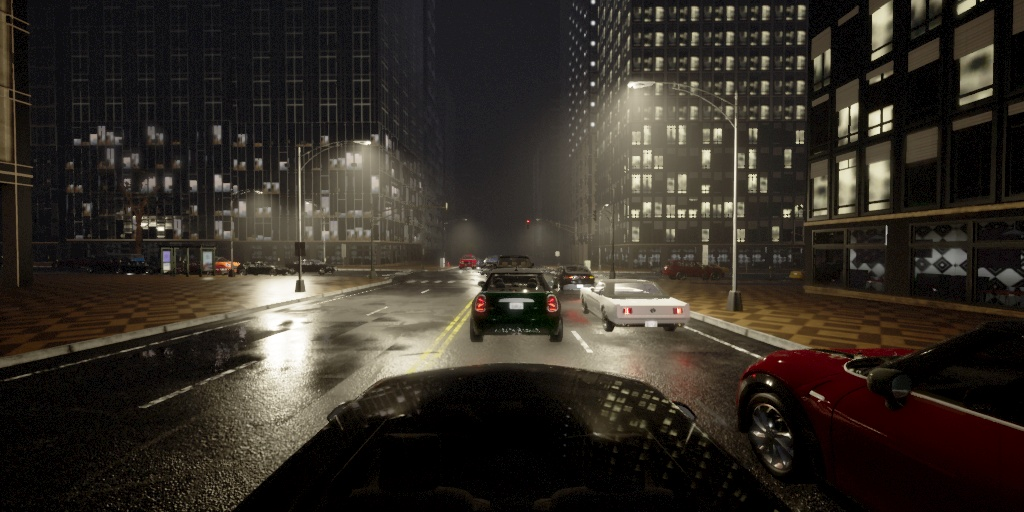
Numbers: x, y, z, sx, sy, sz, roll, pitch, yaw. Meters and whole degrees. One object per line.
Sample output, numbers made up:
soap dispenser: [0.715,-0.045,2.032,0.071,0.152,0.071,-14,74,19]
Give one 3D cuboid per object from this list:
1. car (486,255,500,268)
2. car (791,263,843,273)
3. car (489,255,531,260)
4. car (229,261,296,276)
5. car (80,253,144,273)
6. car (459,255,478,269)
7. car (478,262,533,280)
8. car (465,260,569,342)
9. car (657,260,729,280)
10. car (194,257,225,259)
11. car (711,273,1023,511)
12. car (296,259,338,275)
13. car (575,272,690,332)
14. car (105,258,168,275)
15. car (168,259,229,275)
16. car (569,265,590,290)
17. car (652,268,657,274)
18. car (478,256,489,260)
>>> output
car: [-3.314,0.925,62.602,2.150,2.045,5.566,0,0,0]
car: [27.647,1.578,32.031,4.829,1.417,1.751,0,0,1]
car: [0.103,0.963,19.600,2.150,2.045,5.566,0,0,0]
car: [-22.726,1.173,32.763,4.313,1.339,1.948,0,0,1]
car: [-39.417,0.764,35.817,4.553,1.767,2.097,1,1,1]
car: [-6.590,0.935,53.972,2.150,2.045,5.566,0,0,0]
car: [-0.531,1.332,33.789,2.033,1.411,5.357,1,1,43]
car: [0.101,1.099,9.888,2.097,1.767,4.553,0,0,0]
car: [16.198,1.268,32.230,5.009,1.841,2.192,0,0,1]
car: [-29.422,0.855,35.607,4.553,1.767,2.097,1,1,1]
car: [3.350,1.102,1.821,2.097,1.767,4.553,0,0,0]
car: [-19.804,1.081,35.411,4.902,1.511,2.128,1,1,1]
car: [3.352,1.347,10.839,1.895,1.301,4.718,0,0,0]
car: [-34.091,1.069,33.071,4.313,1.339,1.948,0,0,1]
car: [-28.410,1.138,32.897,4.207,1.307,1.802,0,0,1]
car: [3.353,1.245,20.097,1.837,1.490,4.892,0,0,0]
car: [17.749,1.420,37.979,5.357,1.411,2.033,1,1,1]
car: [-3.336,1.206,52.439,2.128,1.511,4.902,0,0,0]
